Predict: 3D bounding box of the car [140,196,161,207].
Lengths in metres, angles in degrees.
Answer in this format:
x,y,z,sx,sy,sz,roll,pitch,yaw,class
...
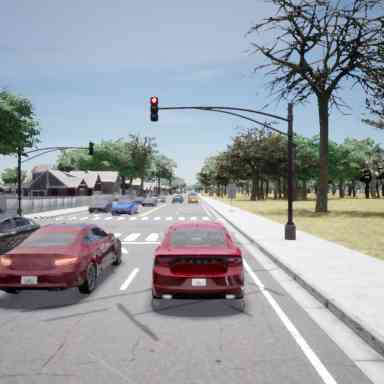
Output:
x,y,z,sx,sy,sz,roll,pitch,yaw,class
-6.460,1.533,50.688,2.033,1.411,5.357,0,0,0,car

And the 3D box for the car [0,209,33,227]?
x,y,z,sx,sy,sz,roll,pitch,yaw,class
-6.572,1.504,10.685,1.837,1.490,4.892,0,0,0,car

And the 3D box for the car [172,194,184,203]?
x,y,z,sx,sy,sz,roll,pitch,yaw,class
-2.969,1.499,66.306,1.812,1.442,4.674,0,0,0,car

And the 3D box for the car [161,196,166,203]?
x,y,z,sx,sy,sz,roll,pitch,yaw,class
-6.335,1.467,66.866,2.128,1.511,4.902,0,0,1,car

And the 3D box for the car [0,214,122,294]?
x,y,z,sx,sy,sz,roll,pitch,yaw,class
-3.127,1.525,8.682,1.812,1.442,4.674,0,0,0,car

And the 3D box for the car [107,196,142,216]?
x,y,z,sx,sy,sz,roll,pitch,yaw,class
-6.515,1.472,32.467,1.882,1.535,5.008,0,0,0,car

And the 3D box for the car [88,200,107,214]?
x,y,z,sx,sy,sz,roll,pitch,yaw,class
-9.776,1.541,36.186,2.033,1.411,5.357,0,0,-2,car

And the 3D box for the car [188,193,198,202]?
x,y,z,sx,sy,sz,roll,pitch,yaw,class
0.206,1.190,76.298,2.150,2.045,5.566,0,0,0,car

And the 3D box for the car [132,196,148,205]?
x,y,z,sx,sy,sz,roll,pitch,yaw,class
-9.647,1.525,61.819,2.033,1.411,5.357,0,0,1,car

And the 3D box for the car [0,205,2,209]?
x,y,z,sx,sy,sz,roll,pitch,yaw,class
-9.813,1.351,14.419,2.097,1.767,4.553,0,0,0,car

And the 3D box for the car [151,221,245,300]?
x,y,z,sx,sy,sz,roll,pitch,yaw,class
0.120,1.477,8.470,1.882,1.535,5.008,0,0,0,car

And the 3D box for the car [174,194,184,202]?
x,y,z,sx,sy,sz,roll,pitch,yaw,class
-3.044,1.320,76.271,2.097,1.767,4.553,0,0,0,car

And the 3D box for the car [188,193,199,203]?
x,y,z,sx,sy,sz,roll,pitch,yaw,class
0.276,1.451,65.897,1.882,1.535,5.008,0,0,0,car
